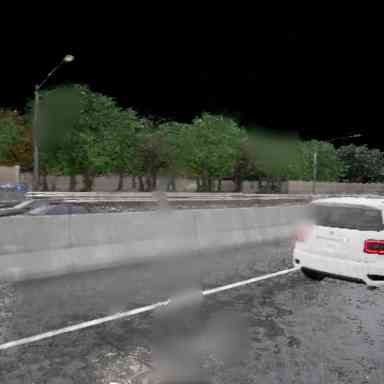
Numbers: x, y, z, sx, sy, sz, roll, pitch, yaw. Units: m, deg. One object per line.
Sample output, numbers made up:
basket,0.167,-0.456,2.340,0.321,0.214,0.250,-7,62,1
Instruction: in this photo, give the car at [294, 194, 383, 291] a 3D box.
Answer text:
car,4.814,1.173,8.428,5.566,2.045,2.150,1,1,-41

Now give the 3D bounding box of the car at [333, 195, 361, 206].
car,21.619,1.217,46.300,4.181,1.385,1.994,0,1,-40

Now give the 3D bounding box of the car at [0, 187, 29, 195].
car,-11.089,0.739,18.038,4.553,1.767,2.097,1,1,-41

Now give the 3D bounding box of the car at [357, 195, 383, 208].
car,23.633,1.234,43.423,5.008,1.535,1.882,0,2,-40

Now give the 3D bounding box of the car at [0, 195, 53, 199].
car,-7.674,1.026,16.382,4.674,1.442,1.812,0,1,-41

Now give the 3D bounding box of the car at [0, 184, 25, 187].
car,-13.188,0.502,20.846,5.566,2.045,2.150,0,2,-41

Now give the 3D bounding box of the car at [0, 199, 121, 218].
car,-5.424,1.152,13.706,5.357,1.411,2.033,0,1,-41

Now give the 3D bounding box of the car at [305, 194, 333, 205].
car,18.446,1.067,48.191,4.674,1.442,1.812,0,1,-40
